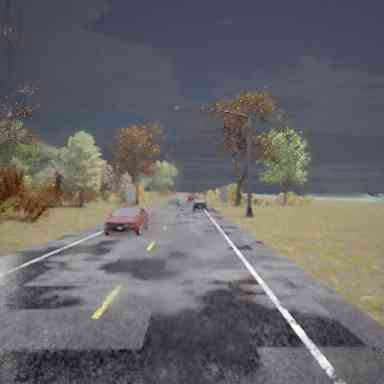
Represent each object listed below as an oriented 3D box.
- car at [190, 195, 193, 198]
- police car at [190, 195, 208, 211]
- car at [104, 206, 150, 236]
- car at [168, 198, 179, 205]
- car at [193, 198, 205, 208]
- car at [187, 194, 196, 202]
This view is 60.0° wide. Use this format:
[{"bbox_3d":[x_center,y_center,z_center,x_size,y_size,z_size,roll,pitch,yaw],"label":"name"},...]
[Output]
[{"bbox_3d":[1.072,1.733,59.561,1.837,1.490,4.892,0,0,0],"label":"car"},{"bbox_3d":[1.049,1.596,43.677,1.930,1.638,5.238,0,0,0],"label":"police car"},{"bbox_3d":[-3.600,1.555,19.067,1.882,1.535,5.008,0,0,0],"label":"car"},{"bbox_3d":[-3.482,1.804,64.518,1.994,1.385,4.181,0,0,1],"label":"car"},{"bbox_3d":[1.059,1.733,53.561,1.812,1.442,4.674,0,0,0],"label":"car"},{"bbox_3d":[0.062,1.368,76.947,2.150,2.045,5.566,0,0,0],"label":"car"}]
